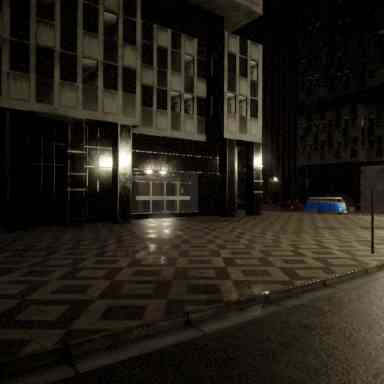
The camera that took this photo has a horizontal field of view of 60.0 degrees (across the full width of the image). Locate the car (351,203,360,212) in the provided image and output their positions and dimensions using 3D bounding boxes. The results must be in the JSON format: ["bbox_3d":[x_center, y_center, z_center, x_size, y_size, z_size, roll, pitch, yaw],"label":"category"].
[{"bbox_3d":[20.664,1.725,39.125,1.947,1.339,4.313,0,0,-36],"label":"car"}]

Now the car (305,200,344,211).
[{"bbox_3d":[17.378,1.749,43.720,2.008,1.369,4.403,0,0,-36],"label":"car"}]

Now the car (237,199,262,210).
[{"bbox_3d":[7.163,1.707,43.350,1.887,1.381,4.507,0,0,-36],"label":"car"}]

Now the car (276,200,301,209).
[{"bbox_3d":[14.093,1.819,48.315,1.802,1.307,4.206,0,0,-36],"label":"car"}]

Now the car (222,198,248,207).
[{"bbox_3d":[7.422,1.840,57.643,1.752,1.417,4.829,0,0,-36],"label":"car"}]

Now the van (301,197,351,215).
[{"bbox_3d":[13.734,1.425,34.161,1.690,1.788,3.998,0,0,-36],"label":"van"}]
